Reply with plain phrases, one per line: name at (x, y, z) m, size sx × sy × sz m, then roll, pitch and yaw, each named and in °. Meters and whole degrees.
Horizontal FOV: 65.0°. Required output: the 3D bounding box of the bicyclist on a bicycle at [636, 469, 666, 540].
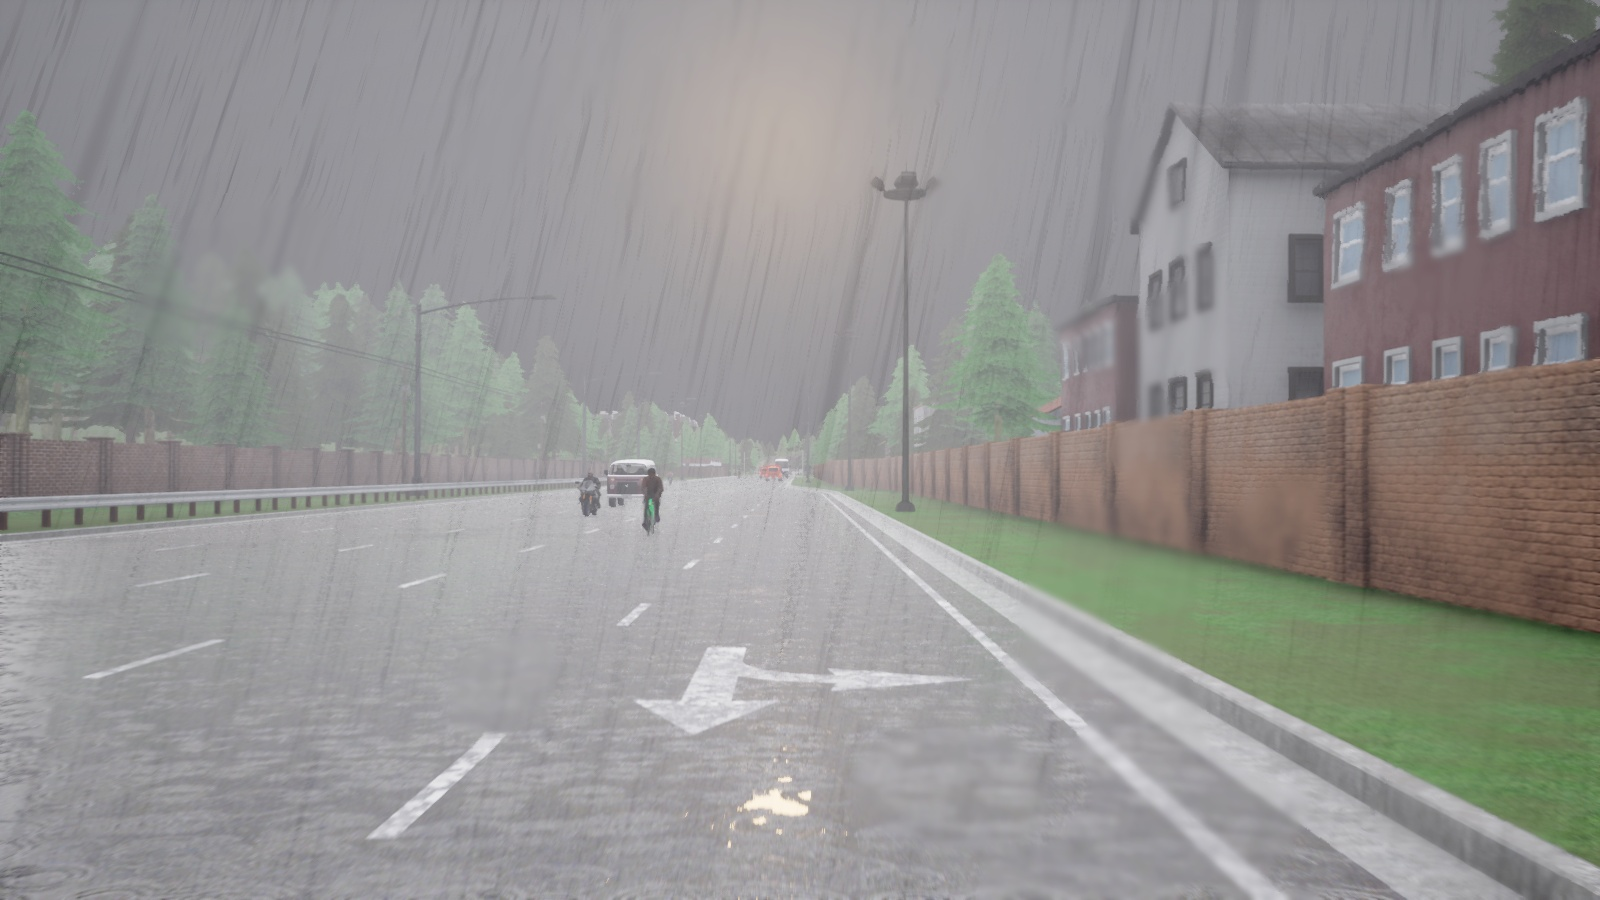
bicyclist on a bicycle at (-3.545, 1.284, 30.029) m, size 0.582 × 1.620 × 1.656 m, roll 1°, pitch -1°, yaw -3°

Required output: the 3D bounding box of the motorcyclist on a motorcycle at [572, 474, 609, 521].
motorcyclist on a motorcycle at (-7.105, 1.592, 42.673) m, size 0.866 × 1.530 × 2.191 m, roll 0°, pitch -1°, yaw 0°

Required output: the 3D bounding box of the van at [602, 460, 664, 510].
van at (-7.133, 1.469, 53.942) m, size 2.069 × 2.038 × 4.480 m, roll 0°, pitch -1°, yaw 0°
